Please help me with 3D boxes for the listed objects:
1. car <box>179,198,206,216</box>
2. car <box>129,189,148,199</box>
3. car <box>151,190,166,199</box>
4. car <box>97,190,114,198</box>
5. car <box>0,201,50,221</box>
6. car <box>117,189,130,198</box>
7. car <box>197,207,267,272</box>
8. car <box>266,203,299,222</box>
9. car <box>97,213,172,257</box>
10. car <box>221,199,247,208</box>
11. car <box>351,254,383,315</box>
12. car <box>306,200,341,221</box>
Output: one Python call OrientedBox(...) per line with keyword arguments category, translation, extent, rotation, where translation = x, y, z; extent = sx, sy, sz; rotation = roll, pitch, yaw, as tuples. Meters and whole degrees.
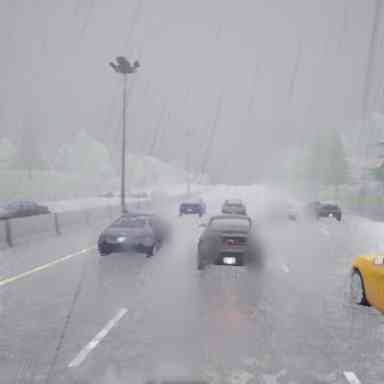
OrientedBox(category="car", translation=(0.137, 1.250, 29.000), extent=(1.882, 1.535, 5.008), rotation=(1, 1, 8))
OrientedBox(category="car", translation=(-9.613, 0.498, 62.186), extent=(1.812, 1.442, 4.674), rotation=(1, 2, 8))
OrientedBox(category="car", translation=(-6.150, 0.509, 61.717), extent=(1.837, 1.490, 4.892), rotation=(1, 2, 8))
OrientedBox(category="car", translation=(-16.477, 0.423, 63.515), extent=(1.812, 1.442, 4.674), rotation=(1, 2, 8))
OrientedBox(category="car", translation=(-11.593, 1.319, 22.116), extent=(2.033, 1.411, 5.357), rotation=(1, 1, 8))
OrientedBox(category="car", translation=(-12.822, 0.240, 64.456), extent=(2.097, 1.767, 4.553), rotation=(1, 2, 8))
OrientedBox(category="car", translation=(1.260, 1.486, 10.889), extent=(1.837, 1.490, 4.892), rotation=(0, 0, 7))
OrientedBox(category="car", translation=(6.656, 1.480, 24.997), extent=(1.895, 1.301, 4.718), rotation=(1, 1, 8))
OrientedBox(category="car", translation=(-2.012, 1.504, 12.798), extent=(1.994, 1.385, 4.181), rotation=(1, 0, 7))
OrientedBox(category="car", translation=(3.411, 1.317, 27.102), extent=(2.128, 1.511, 4.902), rotation=(1, 1, 8))
OrientedBox(category="car", translation=(4.070, 1.520, 4.964), extent=(1.882, 1.535, 5.008), rotation=(0, 0, 6))
OrientedBox(category="car", translation=(10.392, 1.392, 26.496), extent=(1.837, 1.490, 4.892), rotation=(1, 1, 8))
